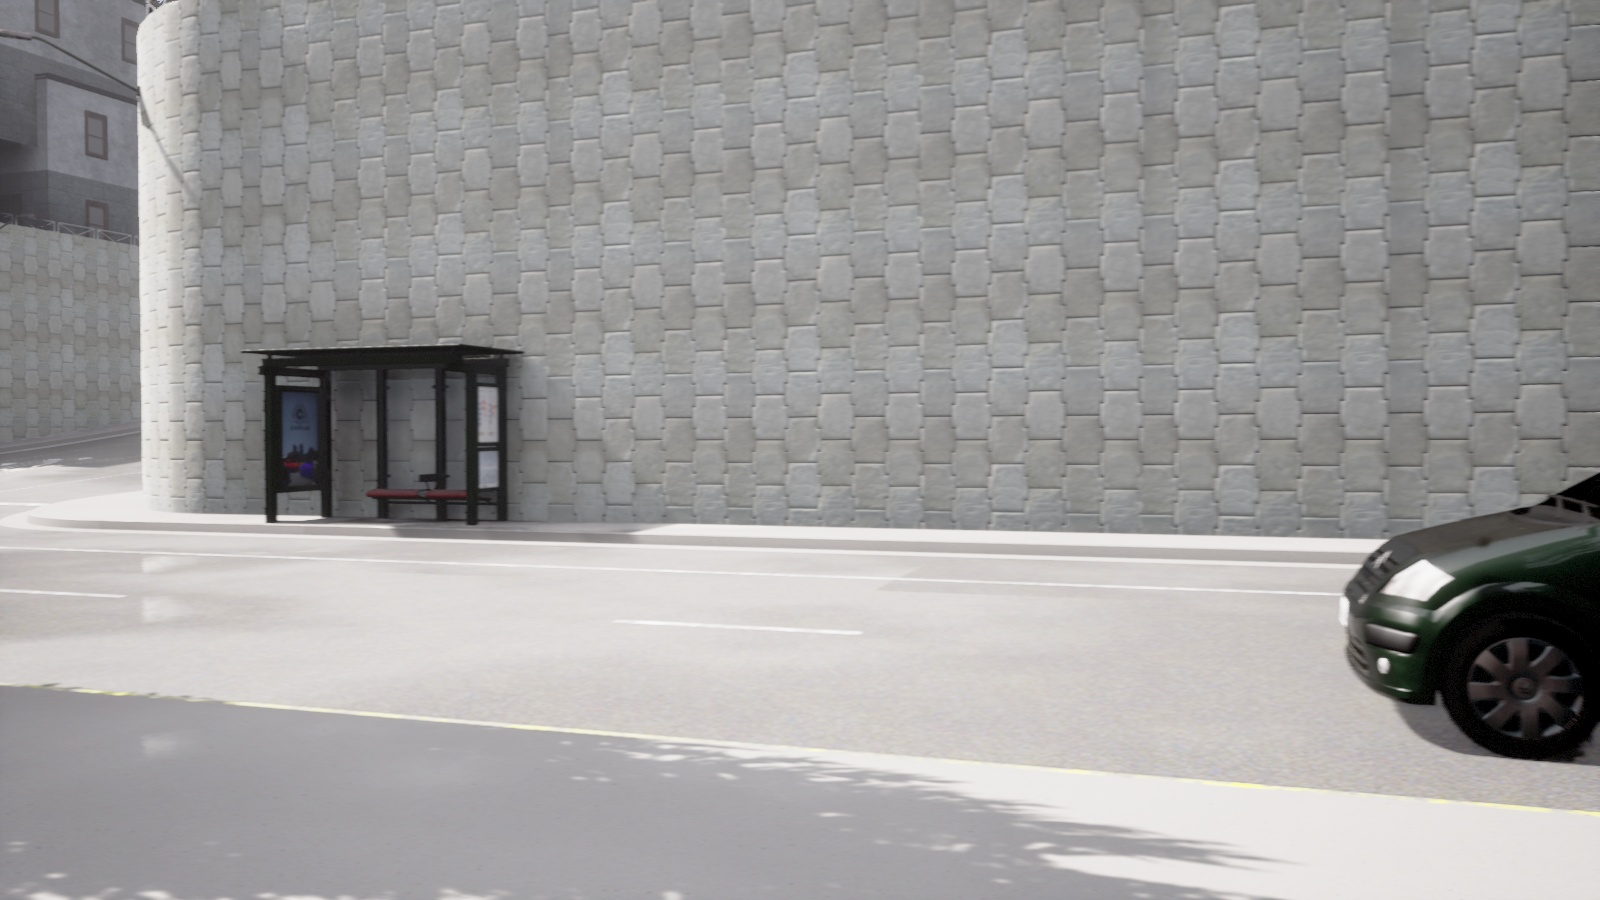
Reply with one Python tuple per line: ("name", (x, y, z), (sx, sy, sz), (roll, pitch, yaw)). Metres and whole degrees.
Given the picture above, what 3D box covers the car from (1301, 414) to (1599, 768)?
("car", (4.736, 0.641, 6.346), (3.988, 1.617, 1.851), (1, 1, 19))
